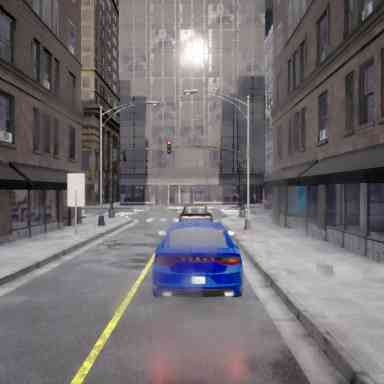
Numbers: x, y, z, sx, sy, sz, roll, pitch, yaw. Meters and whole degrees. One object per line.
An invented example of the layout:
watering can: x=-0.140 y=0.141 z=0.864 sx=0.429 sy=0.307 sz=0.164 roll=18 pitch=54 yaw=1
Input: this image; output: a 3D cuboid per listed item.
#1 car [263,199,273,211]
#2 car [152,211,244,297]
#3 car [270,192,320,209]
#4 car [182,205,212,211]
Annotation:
car: x=10.555 y=1.222 z=38.423 sx=4.553 sy=1.767 sz=2.097 roll=0 pitch=0 yaw=0
car: x=0.125 y=1.473 z=8.611 sx=1.882 sy=1.535 sz=5.008 roll=0 pitch=0 yaw=0
car: x=12.780 y=1.057 z=41.670 sx=5.566 sy=2.045 sz=2.150 roll=0 pitch=0 yaw=0
car: x=0.181 y=1.480 z=19.057 sx=2.128 sy=1.511 sz=4.902 roll=0 pitch=0 yaw=-1
